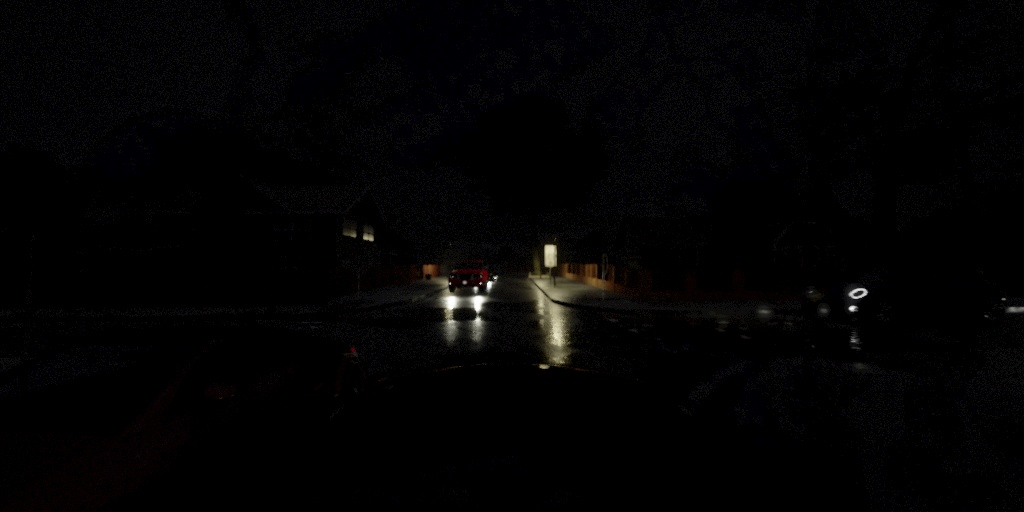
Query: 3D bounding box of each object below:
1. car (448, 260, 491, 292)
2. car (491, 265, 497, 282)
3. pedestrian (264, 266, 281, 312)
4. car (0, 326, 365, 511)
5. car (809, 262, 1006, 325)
[{"bbox_3d":[-2.805,1.258,24.095,2.150,2.045,5.566,0,-1,0],"label":"car"},{"bbox_3d":[-2.824,1.787,35.616,1.994,1.385,4.181,0,-1,0],"label":"car"},{"bbox_3d":[-9.645,1.283,14.382,0.375,1.860,0.375,0,-2,1],"label":"pedestrian"},{"bbox_3d":[-2.854,1.324,2.848,1.994,1.385,4.181,0,-1,0],"label":"car"},{"bbox_3d":[11.913,1.090,11.140,4.553,1.767,2.097,-1,-3,1],"label":"car"}]
